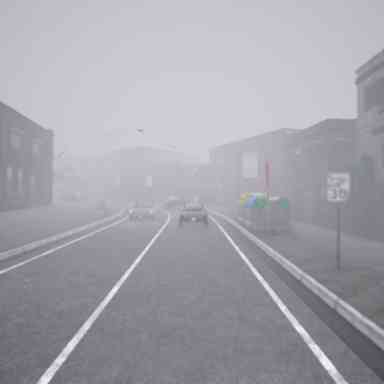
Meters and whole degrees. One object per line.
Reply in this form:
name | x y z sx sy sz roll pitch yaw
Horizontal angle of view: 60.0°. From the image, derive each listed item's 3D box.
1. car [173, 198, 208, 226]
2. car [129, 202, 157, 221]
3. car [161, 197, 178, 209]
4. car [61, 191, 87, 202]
car | 0.045 1.406 22.447 2.128 1.511 4.902 0 0 -1
car | -3.806 1.499 26.368 1.895 1.301 4.718 0 0 -3
car | -2.636 1.351 41.897 1.837 1.490 4.892 1 0 -17
car | -22.270 0.939 62.604 5.566 2.045 2.150 1 -1 33
